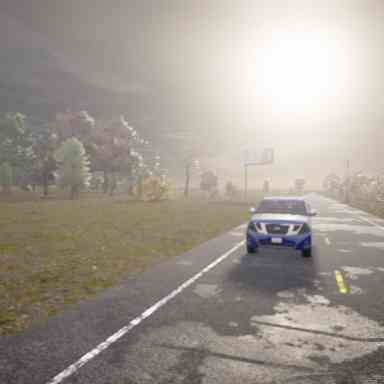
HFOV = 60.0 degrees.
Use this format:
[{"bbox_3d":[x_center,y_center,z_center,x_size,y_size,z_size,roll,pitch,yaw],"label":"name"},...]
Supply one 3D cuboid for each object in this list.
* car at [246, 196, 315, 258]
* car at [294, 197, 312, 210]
[{"bbox_3d":[3.657,1.200,13.279,2.150,2.045,5.566,1,0,20],"label":"car"},{"bbox_3d":[14.749,1.451,44.051,2.128,1.511,4.902,1,0,20],"label":"car"}]
